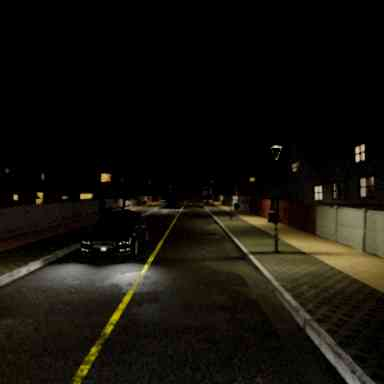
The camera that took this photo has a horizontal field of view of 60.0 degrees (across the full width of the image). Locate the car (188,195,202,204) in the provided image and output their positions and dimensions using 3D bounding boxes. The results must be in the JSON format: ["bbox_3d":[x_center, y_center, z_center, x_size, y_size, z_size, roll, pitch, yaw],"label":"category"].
[{"bbox_3d":[0.893,1.414,64.188,2.097,1.767,4.553,-3,-1,0],"label":"car"}]

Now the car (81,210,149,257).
[{"bbox_3d":[-2.838,1.521,13.089,1.837,1.490,4.892,0,2,0],"label":"car"}]

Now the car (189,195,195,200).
[{"bbox_3d":[-0.043,1.565,95.593,1.812,1.442,4.674,0,0,0],"label":"car"}]

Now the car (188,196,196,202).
[{"bbox_3d":[-0.037,1.654,81.954,1.895,1.301,4.718,0,0,0],"label":"car"}]

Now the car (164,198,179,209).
[{"bbox_3d":[-2.851,1.604,45.832,1.812,1.442,4.674,0,0,0],"label":"car"}]
